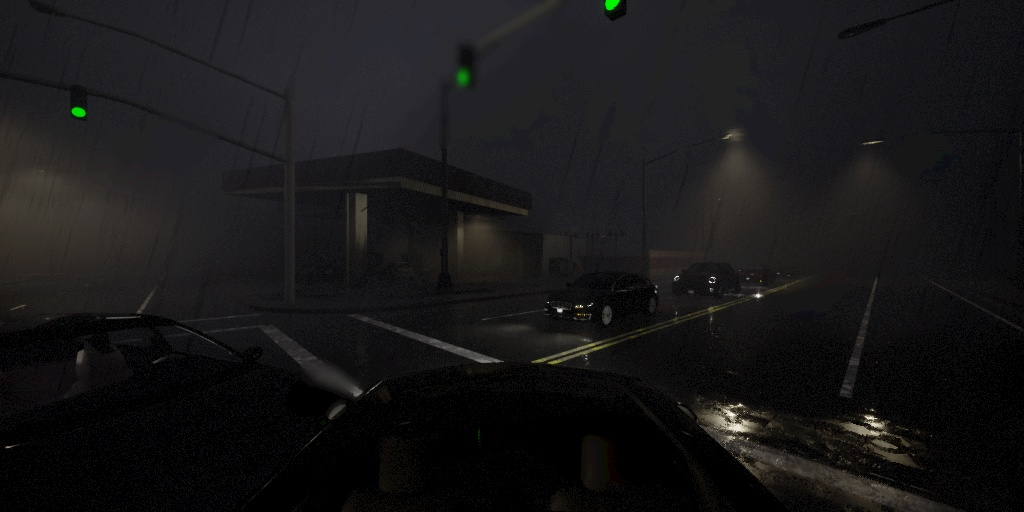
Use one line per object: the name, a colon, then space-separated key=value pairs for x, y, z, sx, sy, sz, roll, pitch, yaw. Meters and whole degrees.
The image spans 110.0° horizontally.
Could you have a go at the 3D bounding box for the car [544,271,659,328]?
car: x=3.053 y=1.255 z=11.601 sx=4.892 sy=1.490 sz=1.837 roll=0 pitch=0 yaw=-44

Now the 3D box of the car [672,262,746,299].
car: x=9.994 y=1.102 z=18.344 sx=4.553 sy=1.767 sz=2.097 roll=0 pitch=0 yaw=-44

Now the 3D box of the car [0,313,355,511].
car: x=-3.383 y=1.242 z=2.678 sx=4.902 sy=1.511 sz=2.128 roll=0 pitch=0 yaw=16

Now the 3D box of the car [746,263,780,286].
car: x=17.023 y=1.314 z=25.150 sx=1.994 sy=1.385 sz=4.181 roll=0 pitch=0 yaw=45

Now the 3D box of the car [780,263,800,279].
car: x=24.261 y=1.314 z=32.096 sx=4.181 sy=1.385 sz=1.994 roll=0 pitch=0 yaw=-44
